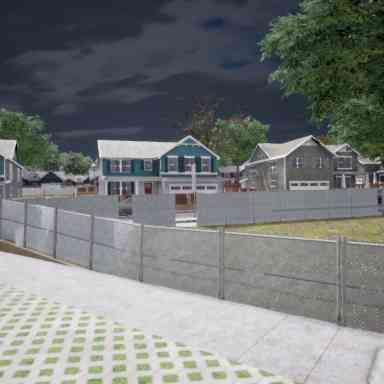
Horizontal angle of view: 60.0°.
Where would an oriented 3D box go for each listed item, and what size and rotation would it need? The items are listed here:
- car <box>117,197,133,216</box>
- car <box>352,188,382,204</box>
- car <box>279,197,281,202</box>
[{"bbox_3d":[-4.195,1.057,22.934,4.181,1.385,1.994,-2,0,-18],"label":"car"},{"bbox_3d":[15.375,0.471,28.907,4.892,1.490,1.837,-2,0,-15],"label":"car"},{"bbox_3d":[5.409,0.781,26.011,5.357,1.411,2.033,-2,0,-17],"label":"car"}]
